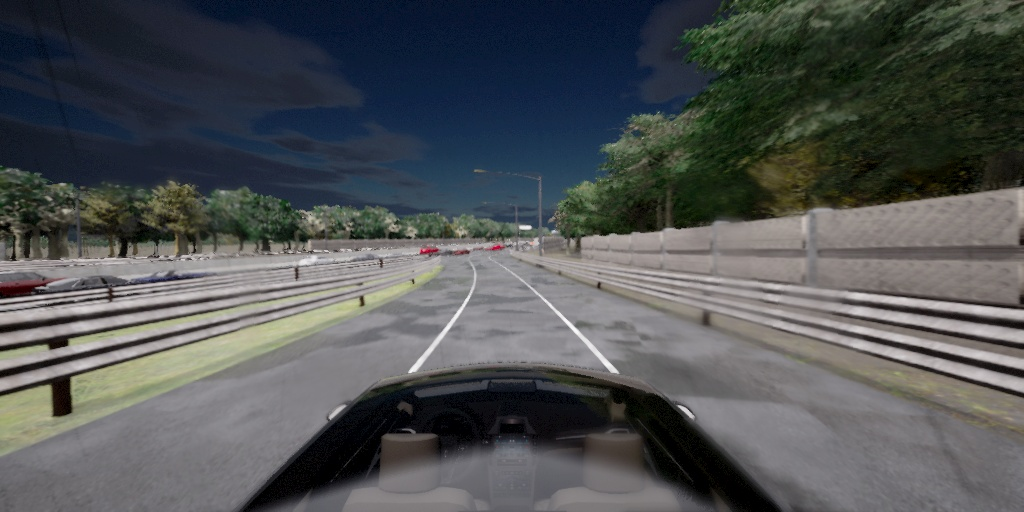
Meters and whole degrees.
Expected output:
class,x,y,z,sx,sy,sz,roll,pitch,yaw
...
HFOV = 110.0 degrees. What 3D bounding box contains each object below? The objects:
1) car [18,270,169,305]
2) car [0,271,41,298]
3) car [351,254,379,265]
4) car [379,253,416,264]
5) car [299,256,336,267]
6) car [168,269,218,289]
class,x,y,z,sx,sy,sz,roll,pitch,yaw
car,-22.768,1.836,19.883,1.837,1.490,4.892,0,3,15
car,-29.548,1.704,21.623,2.097,1.767,4.553,0,3,15
car,-19.011,0.431,47.840,2.033,1.411,5.357,0,3,15
car,-15.193,0.340,48.587,2.033,1.411,5.357,0,3,15
car,-23.693,0.679,43.812,1.812,1.442,4.674,0,3,15
car,-24.629,1.642,26.546,1.895,1.301,4.718,0,3,15
